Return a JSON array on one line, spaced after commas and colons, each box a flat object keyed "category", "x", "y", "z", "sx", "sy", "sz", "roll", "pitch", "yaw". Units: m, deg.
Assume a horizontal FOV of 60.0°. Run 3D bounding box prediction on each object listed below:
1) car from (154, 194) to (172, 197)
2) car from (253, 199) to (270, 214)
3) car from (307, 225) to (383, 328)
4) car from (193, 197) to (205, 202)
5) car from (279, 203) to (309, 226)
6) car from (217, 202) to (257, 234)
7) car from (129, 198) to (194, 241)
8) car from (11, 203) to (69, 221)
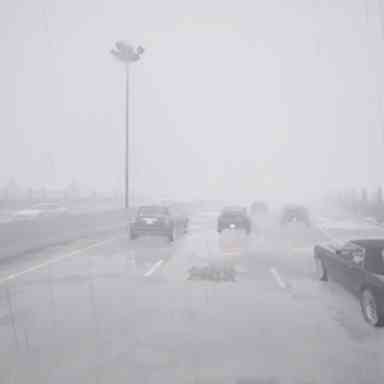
[{"category": "car", "x": -5.047, "y": 1.318, "z": 56.643, "sx": 2.150, "sy": 2.045, "sz": 5.566, "roll": 0, "pitch": 0, "yaw": 17}, {"category": "car", "x": 7.621, "y": 1.615, "z": 37.428, "sx": 1.837, "sy": 1.490, "sz": 4.892, "roll": 0, "pitch": 0, "yaw": 16}, {"category": "car", "x": 4.024, "y": 1.633, "z": 6.914, "sx": 1.895, "sy": 1.301, "sz": 4.718, "roll": 0, "pitch": 0, "yaw": 5}, {"category": "car", "x": 1.174, "y": 1.703, "z": 65.256, "sx": 1.994, "sy": 1.385, "sz": 4.181, "roll": 0, "pitch": 0, "yaw": 17}, {"category": "car", "x": 7.465, "y": 1.588, "z": 24.369, "sx": 1.837, "sy": 1.490, "sz": 4.892, "roll": 0, "pitch": 0, "yaw": 15}, {"category": "car", "x": 2.695, "y": 1.558, "z": 19.944, "sx": 1.837, "sy": 1.490, "sz": 4.892, "roll": 0, "pitch": 0, "yaw": 13}, {"category": "car", "x": -1.505, "y": 1.380, "z": 16.991, "sx": 2.097, "sy": 1.767, "sz": 4.553, "roll": 0, "pitch": 0, "yaw": 11}, {"category": "car", "x": -10.889, "y": 1.525, "z": 24.234, "sx": 1.812, "sy": 1.442, "sz": 4.674, "roll": 0, "pitch": 0, "yaw": 14}]
